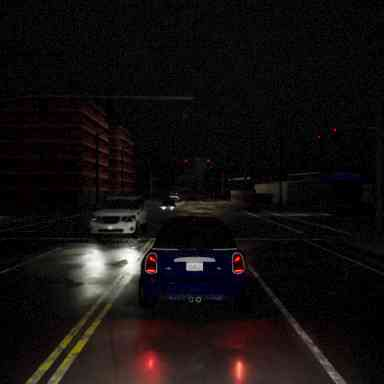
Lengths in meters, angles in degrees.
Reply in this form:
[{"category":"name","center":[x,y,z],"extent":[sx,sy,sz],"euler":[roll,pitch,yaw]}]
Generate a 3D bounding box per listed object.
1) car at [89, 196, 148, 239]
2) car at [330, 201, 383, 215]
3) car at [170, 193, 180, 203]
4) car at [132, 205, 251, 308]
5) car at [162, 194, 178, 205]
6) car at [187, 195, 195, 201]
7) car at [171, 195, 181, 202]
[{"category":"car","center":[-3.638,1.226,17.564],"extent":[2.150,2.045,5.566],"euler":[0,0,0]},{"category":"car","center":[16.390,1.601,33.161],"extent":[4.718,1.301,1.895],"euler":[0,0,0]},{"category":"car","center":[-3.674,1.225,67.342],"extent":[2.150,2.045,5.566],"euler":[0,0,0]},{"category":"car","center":[0.056,1.352,8.074],"extent":[2.097,1.767,4.553],"euler":[0,0,0]},{"category":"car","center":[-3.719,1.547,53.458],"extent":[2.033,1.411,5.357],"euler":[0,0,0]},{"category":"car","center":[-0.189,1.500,81.242],"extent":[1.837,1.490,4.892],"euler":[0,0,0]},{"category":"car","center":[-3.681,1.540,77.972],"extent":[2.033,1.411,5.357],"euler":[0,0,0]}]
